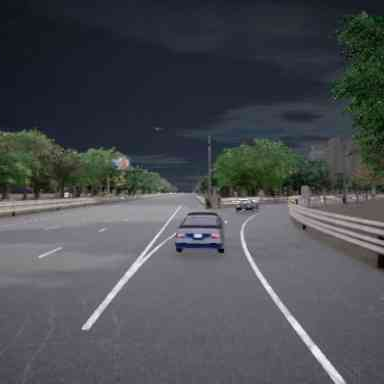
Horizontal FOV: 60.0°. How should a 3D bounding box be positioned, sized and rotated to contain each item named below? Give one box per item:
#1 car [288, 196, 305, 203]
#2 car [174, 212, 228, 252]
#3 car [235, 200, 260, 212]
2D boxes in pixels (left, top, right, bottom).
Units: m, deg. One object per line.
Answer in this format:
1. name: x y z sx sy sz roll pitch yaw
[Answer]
1. car: 18.528 1.441 58.342 1.882 1.535 5.008 0 0 38
2. car: 0.470 1.542 13.857 2.033 1.411 5.357 0 0 6
3. car: 6.408 1.585 37.781 1.895 1.301 4.718 0 0 23
